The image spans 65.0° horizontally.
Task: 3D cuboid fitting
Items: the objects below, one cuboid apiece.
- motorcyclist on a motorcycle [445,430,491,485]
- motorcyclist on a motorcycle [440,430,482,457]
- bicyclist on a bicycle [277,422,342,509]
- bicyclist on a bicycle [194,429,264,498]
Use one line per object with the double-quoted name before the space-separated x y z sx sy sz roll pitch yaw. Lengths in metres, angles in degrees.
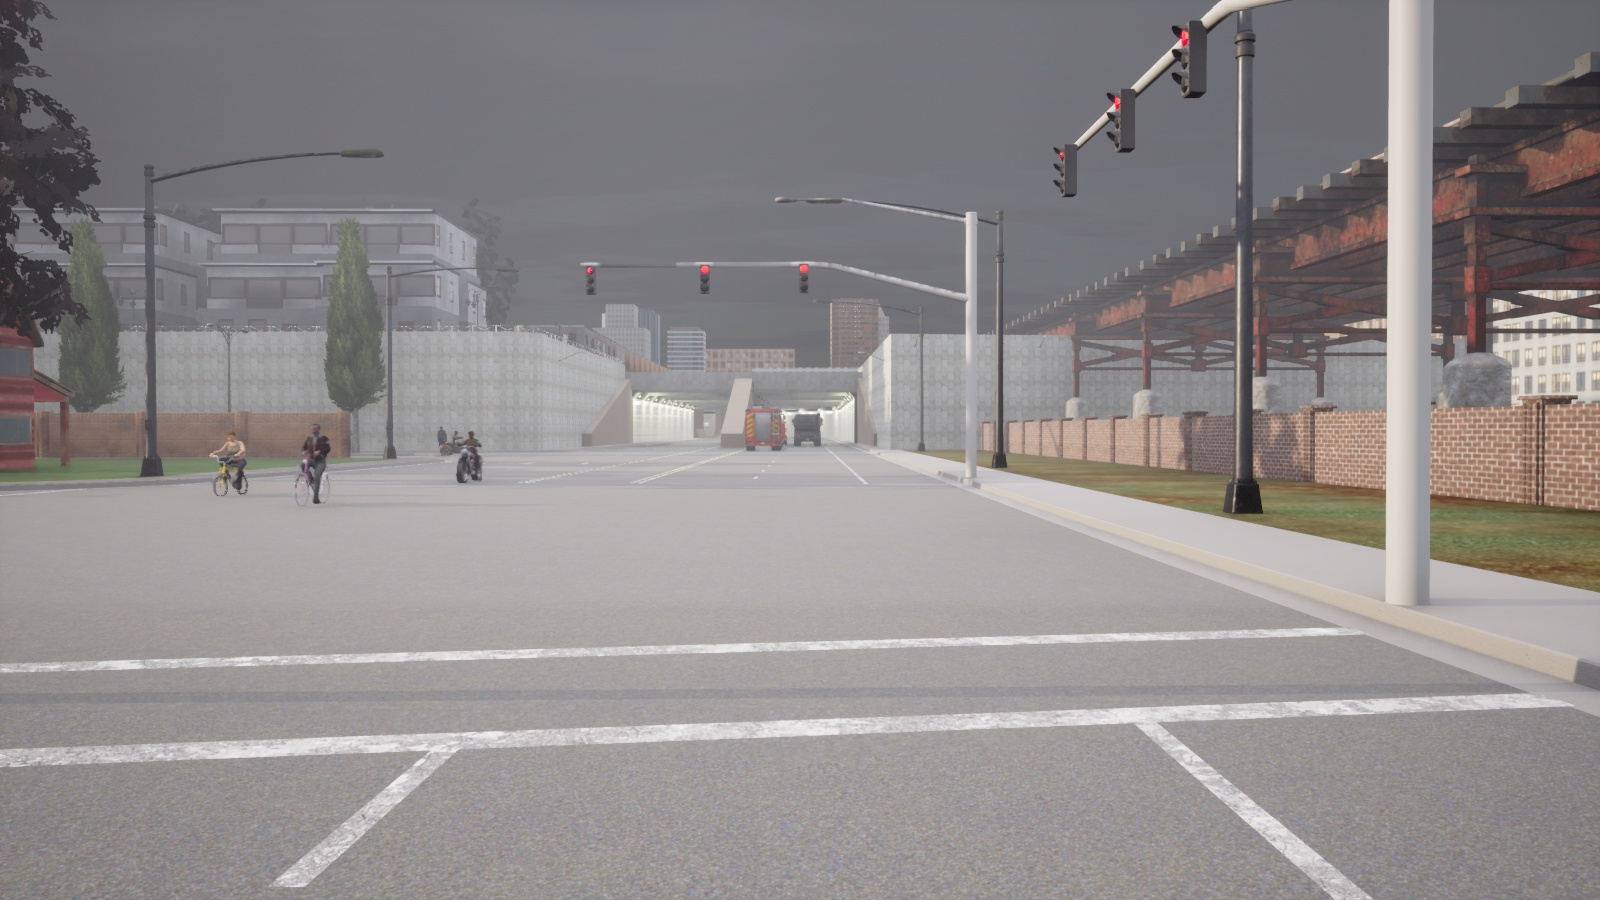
"motorcyclist on a motorcycle" -10.261 0.195 38.892 0.766 1.649 2.350 0 1 0
"motorcyclist on a motorcycle" -20.745 -0.402 76.859 2.350 1.649 0.766 0 1 0
"bicyclist on a bicycle" -10.332 0.301 26.515 0.659 1.776 1.843 0 1 0
"bicyclist on a bicycle" -13.874 0.306 30.543 0.866 1.612 1.509 -1 1 5
